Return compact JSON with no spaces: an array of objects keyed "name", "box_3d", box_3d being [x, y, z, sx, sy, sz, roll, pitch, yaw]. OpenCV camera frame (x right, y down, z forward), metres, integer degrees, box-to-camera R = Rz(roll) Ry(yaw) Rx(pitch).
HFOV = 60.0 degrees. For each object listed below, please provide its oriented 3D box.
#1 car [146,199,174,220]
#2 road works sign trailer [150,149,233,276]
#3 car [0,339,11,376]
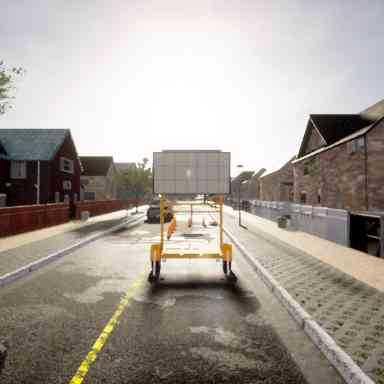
[{"name":"car","box_3d":[-2.769,1.452,29.478,2.097,1.767,4.553,0,0,0]},{"name":"road works sign trailer","box_3d":[-0.010,0.483,10.386,2.380,3.560,2.880,0,0,1]},{"name":"car","box_3d":[-2.850,1.549,1.177,2.033,1.411,5.357,0,0,0]}]
